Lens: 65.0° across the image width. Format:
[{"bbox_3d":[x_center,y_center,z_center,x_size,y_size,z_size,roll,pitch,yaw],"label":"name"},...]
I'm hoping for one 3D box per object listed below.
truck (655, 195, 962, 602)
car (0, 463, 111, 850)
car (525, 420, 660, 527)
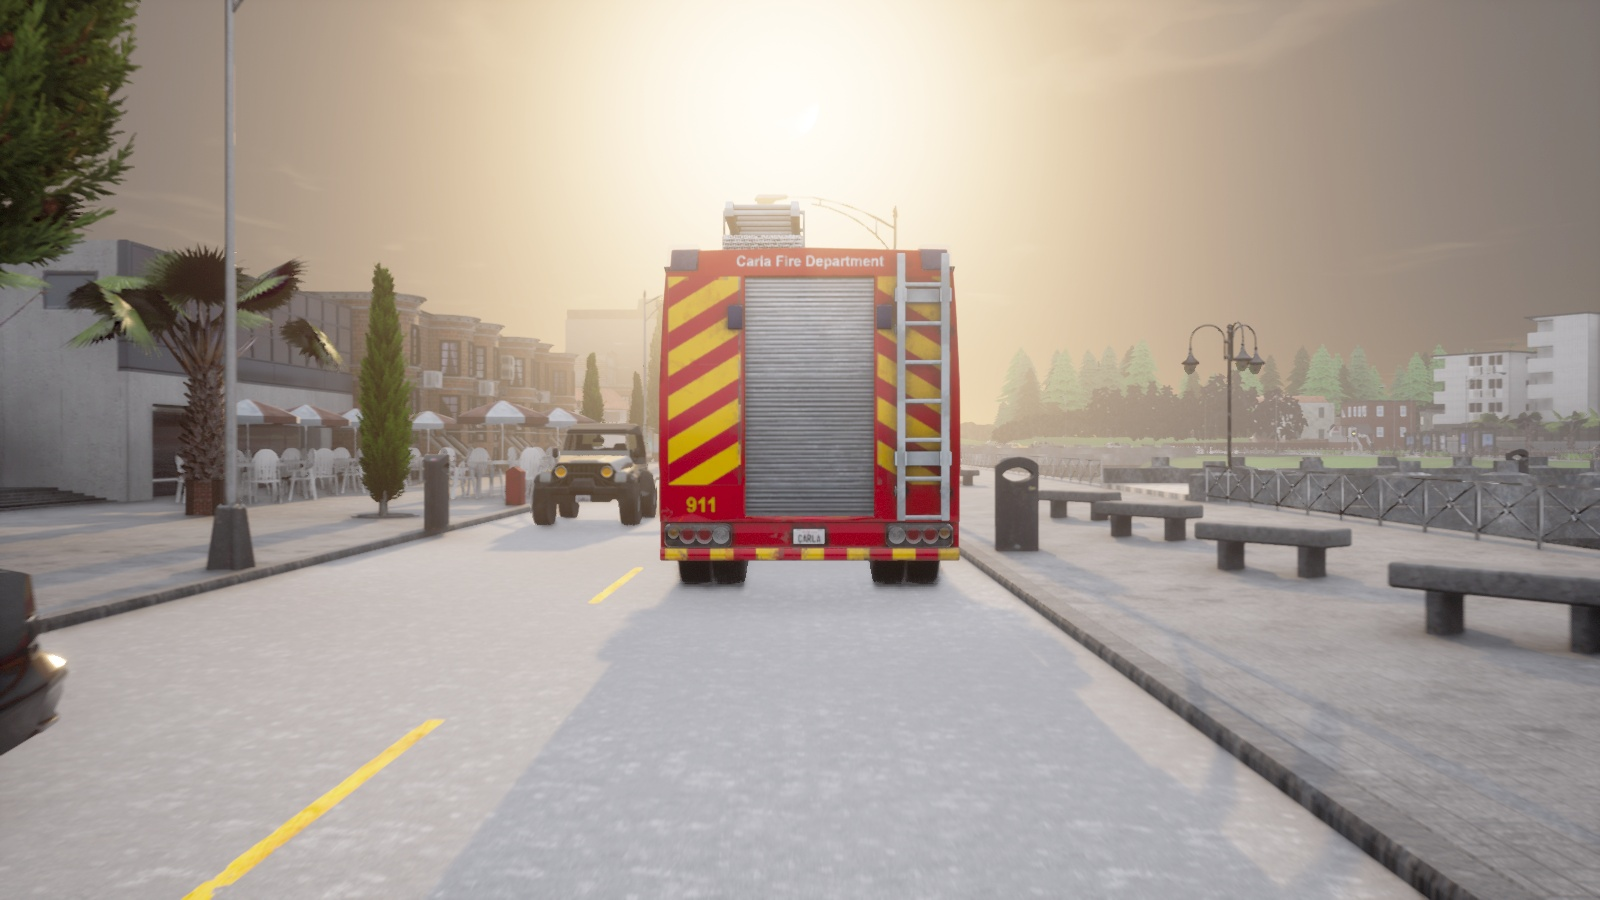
[{"bbox_3d":[0.105,-0.509,16.080,2.891,3.827,8.468,0,0,0],"label":"truck"},{"bbox_3d":[-3.969,0.776,2.678,2.033,1.411,5.357,0,0,0],"label":"car"},{"bbox_3d":[-3.851,0.405,23.908,1.905,1.878,3.866,0,0,0],"label":"car"}]
